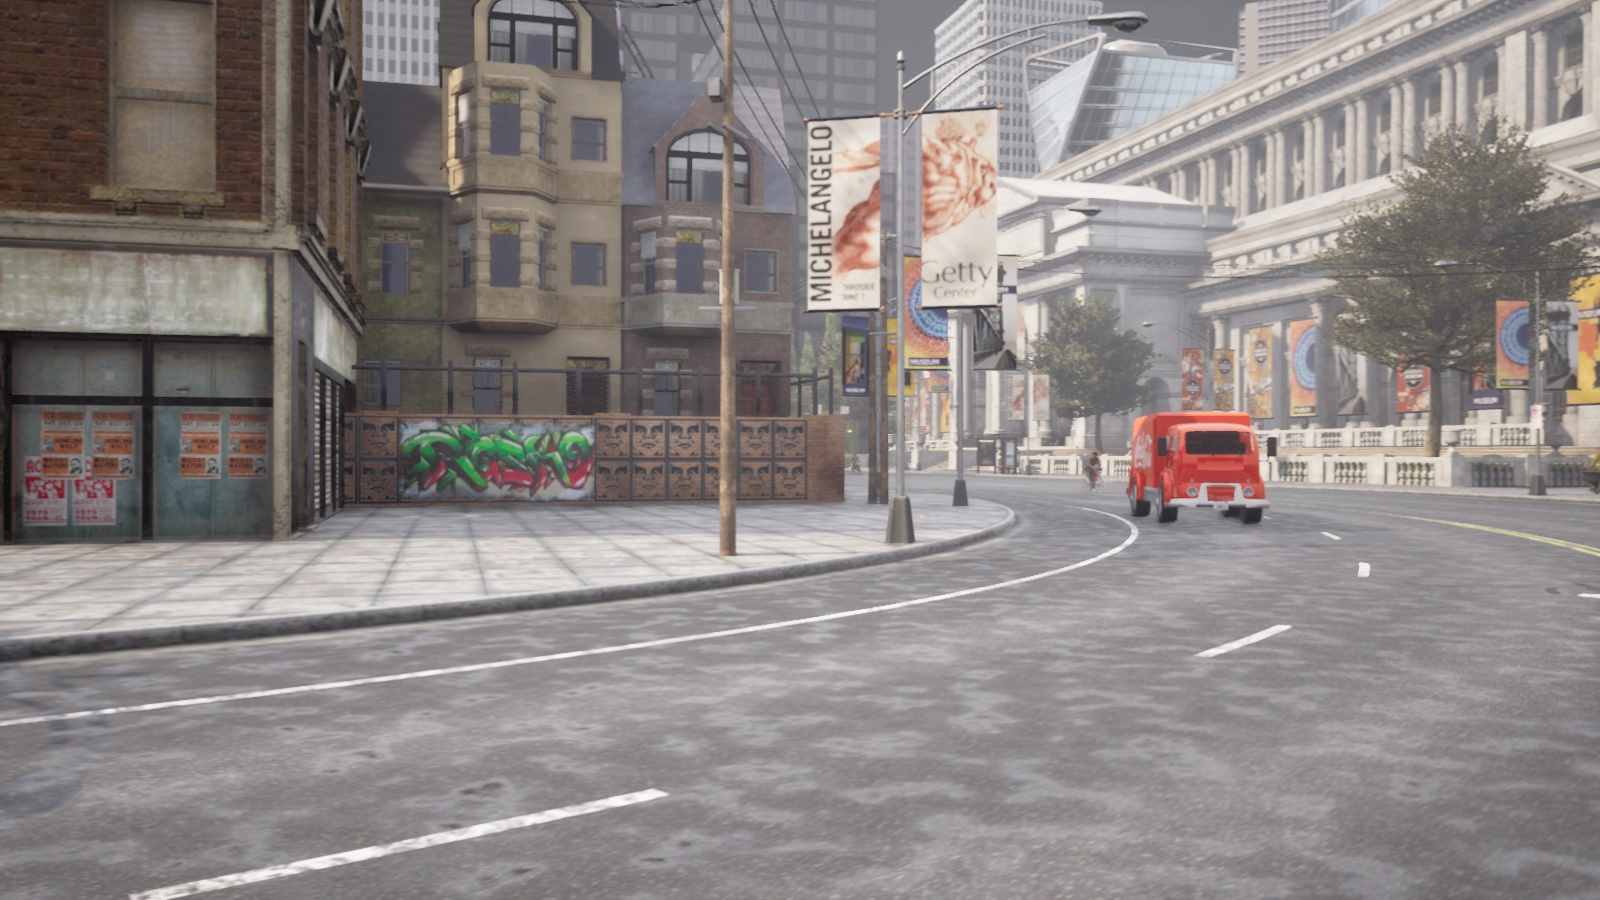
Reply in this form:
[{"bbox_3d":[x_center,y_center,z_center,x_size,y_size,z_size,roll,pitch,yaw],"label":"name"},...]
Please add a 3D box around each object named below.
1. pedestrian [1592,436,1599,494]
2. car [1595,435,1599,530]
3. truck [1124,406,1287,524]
[{"bbox_3d":[25.715,0.467,40.003,0.431,1.840,0.709,0,0,-8],"label":"pedestrian"},{"bbox_3d":[14.082,0.551,19.259,2.152,1.651,5.027,0,0,20],"label":"car"},{"bbox_3d":[9.181,0.332,29.002,2.627,2.467,5.204,0,0,7],"label":"truck"}]
